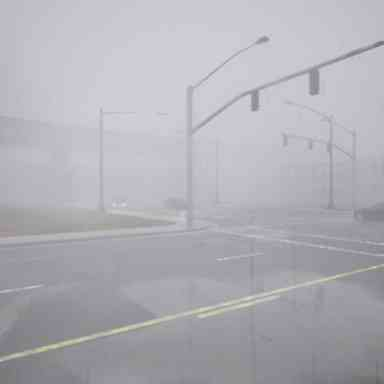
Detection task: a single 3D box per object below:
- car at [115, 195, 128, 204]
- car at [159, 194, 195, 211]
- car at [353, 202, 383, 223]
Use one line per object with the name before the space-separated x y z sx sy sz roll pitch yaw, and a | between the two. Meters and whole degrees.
car | -12.305 1.234 57.800 1.882 1.535 5.008 0 0 -6
car | -1.568 1.346 37.547 1.837 1.490 4.892 0 0 -35
car | 13.039 1.361 21.942 1.882 1.535 5.008 0 0 -21
